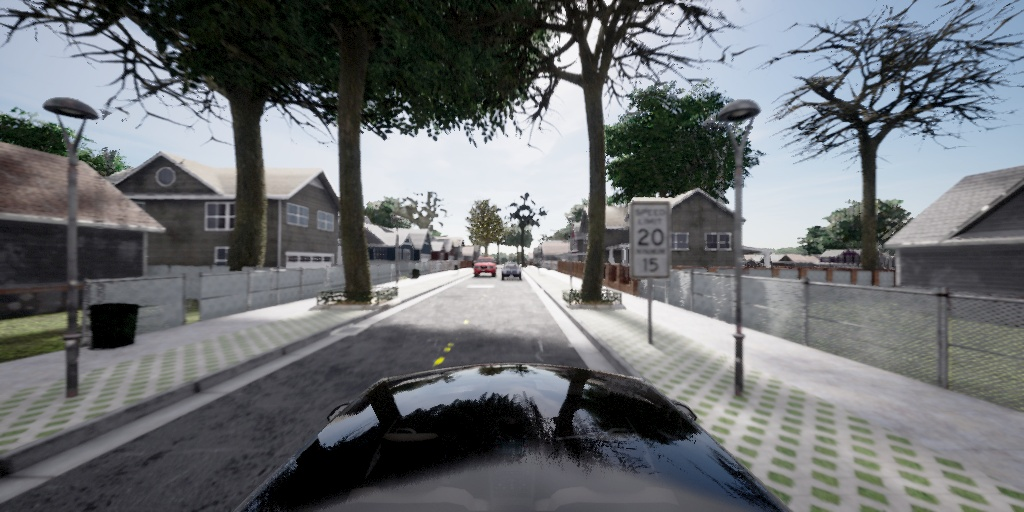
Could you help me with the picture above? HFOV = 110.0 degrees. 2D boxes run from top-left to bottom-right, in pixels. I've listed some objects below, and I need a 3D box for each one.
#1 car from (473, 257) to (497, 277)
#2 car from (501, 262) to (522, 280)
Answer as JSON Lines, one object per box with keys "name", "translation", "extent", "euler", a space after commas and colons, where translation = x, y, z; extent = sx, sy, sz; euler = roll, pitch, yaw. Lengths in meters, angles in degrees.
{"name": "car", "translation": [-2.803, 1.127, 38.190], "extent": [2.150, 2.045, 5.566], "euler": [0, 0, 0]}
{"name": "car", "translation": [-0.041, 1.472, 33.215], "extent": [1.895, 1.301, 4.718], "euler": [0, 0, 0]}
